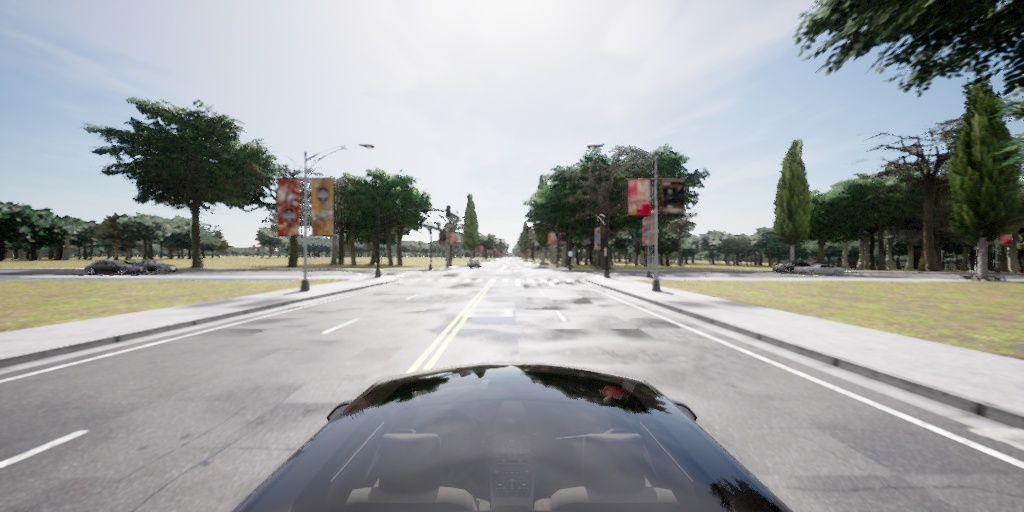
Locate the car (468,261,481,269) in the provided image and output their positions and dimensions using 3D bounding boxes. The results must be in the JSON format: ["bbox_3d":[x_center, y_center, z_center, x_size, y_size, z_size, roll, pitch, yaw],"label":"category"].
[{"bbox_3d":[-6.495,1.516,62.838,1.895,1.301,4.718,0,0,0],"label":"car"}]

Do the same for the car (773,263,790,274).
[{"bbox_3d":[35.936,1.520,45.600,4.892,1.490,1.837,0,0,0],"label":"car"}]

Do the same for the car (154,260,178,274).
[{"bbox_3d":[-38.641,1.172,38.340,4.902,1.511,2.128,0,0,0],"label":"car"}]

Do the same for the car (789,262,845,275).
[{"bbox_3d":[36.175,1.614,42.359,4.718,1.301,1.895,0,0,0],"label":"car"}]

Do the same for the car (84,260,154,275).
[{"bbox_3d":[-38.674,1.181,35.083,4.892,1.490,1.837,0,0,0],"label":"car"}]
